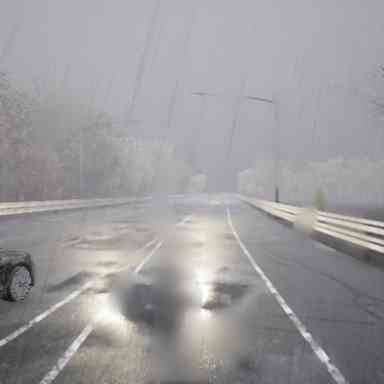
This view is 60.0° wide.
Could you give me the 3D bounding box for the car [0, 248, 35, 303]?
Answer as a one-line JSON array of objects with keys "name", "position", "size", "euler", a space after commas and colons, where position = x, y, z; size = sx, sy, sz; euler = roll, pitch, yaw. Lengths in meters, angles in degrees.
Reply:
[{"name": "car", "position": [-4.529, 1.490, 5.402], "size": [2.128, 1.511, 4.902], "euler": [0, 0, 6]}]
